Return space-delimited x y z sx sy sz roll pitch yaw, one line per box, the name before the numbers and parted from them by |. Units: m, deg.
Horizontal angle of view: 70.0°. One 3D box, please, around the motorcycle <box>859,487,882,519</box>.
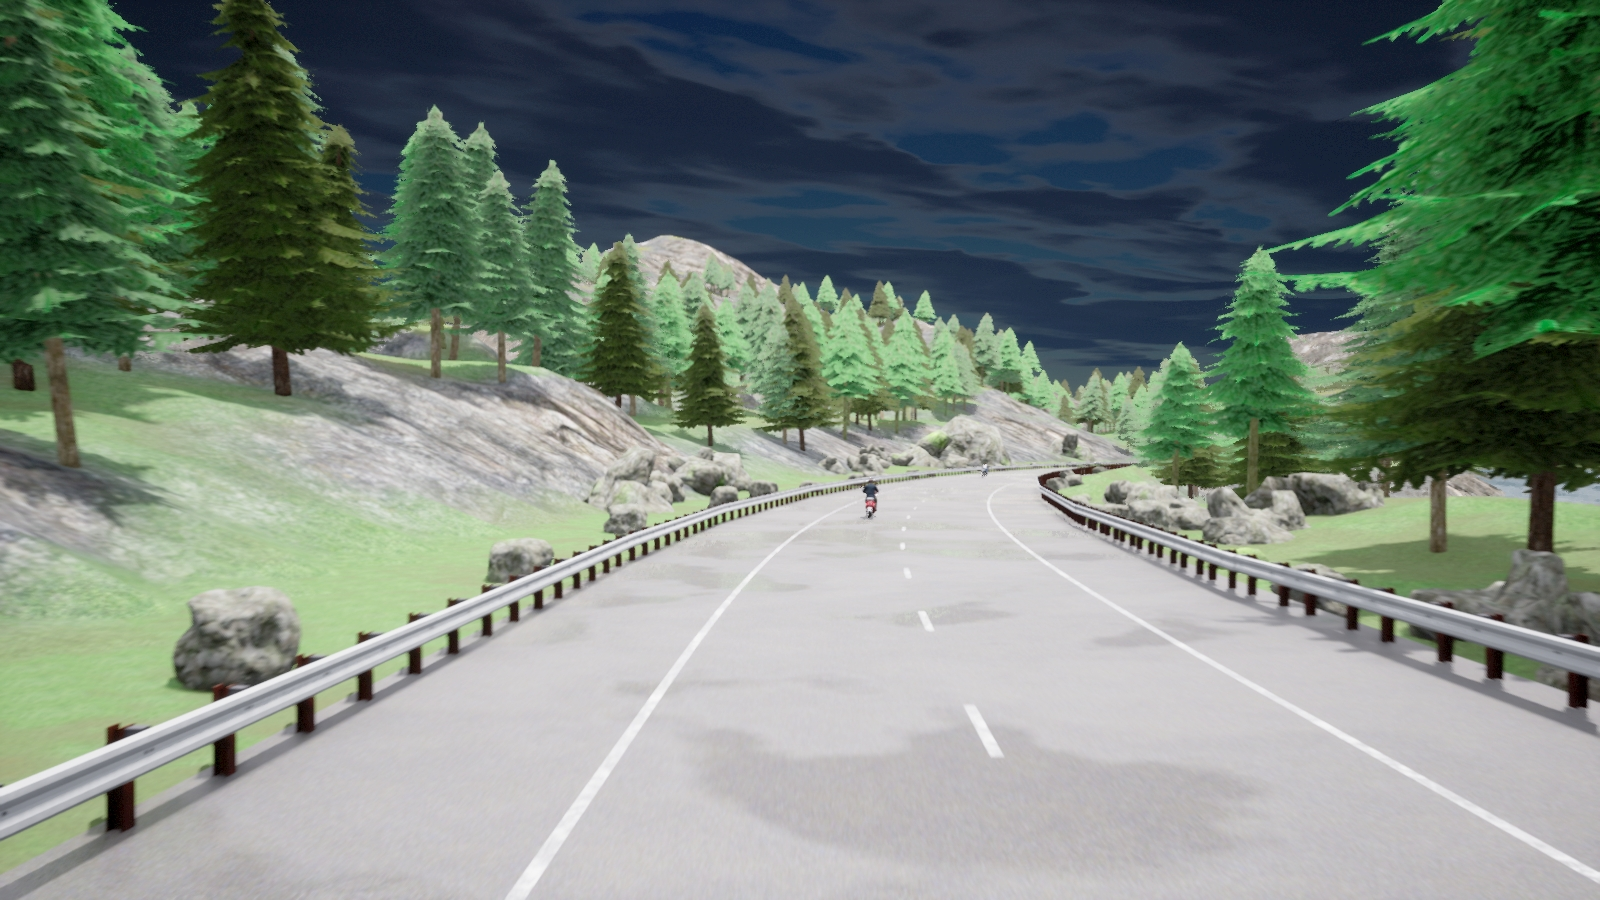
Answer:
motorcycle | 2.938 2.183 47.444 0.856 1.236 1.805 0 0 7
